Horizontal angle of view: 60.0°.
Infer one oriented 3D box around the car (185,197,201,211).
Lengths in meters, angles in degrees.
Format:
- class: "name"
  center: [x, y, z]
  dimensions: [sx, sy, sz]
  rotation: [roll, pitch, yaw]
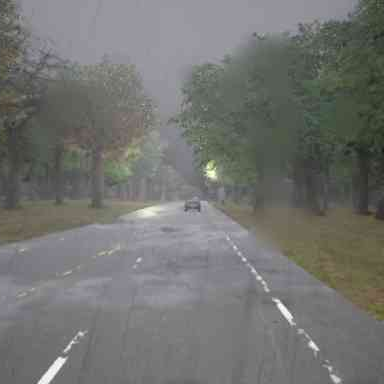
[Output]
- class: "car"
  center: [0.106, 1.567, 41.188]
  dimensions: [2.128, 1.511, 4.902]
  rotation: [0, 0, 0]
